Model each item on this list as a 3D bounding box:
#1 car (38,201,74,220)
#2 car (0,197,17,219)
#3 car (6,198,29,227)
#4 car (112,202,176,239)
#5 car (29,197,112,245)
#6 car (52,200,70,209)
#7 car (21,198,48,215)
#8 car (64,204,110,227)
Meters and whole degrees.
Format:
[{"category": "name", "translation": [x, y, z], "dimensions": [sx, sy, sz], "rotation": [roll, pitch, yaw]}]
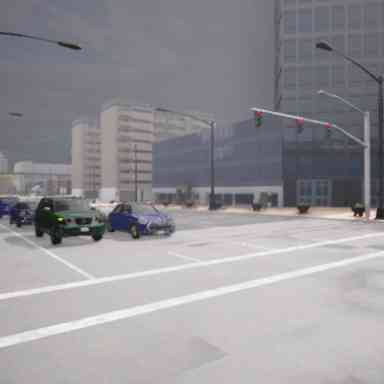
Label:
[{"category": "car", "translation": [-13.129, 1.703, 31.953], "dimensions": [2.128, 1.511, 4.902], "rotation": [-1, 0, -36]}, {"category": "car", "translation": [-17.998, 1.505, 32.707], "dimensions": [2.150, 2.045, 5.566], "rotation": [-1, -1, -36]}, {"category": "car", "translation": [-11.689, 1.495, 23.998], "dimensions": [2.097, 1.767, 4.553], "rotation": [-1, 0, -36]}, {"category": "car", "translation": [-2.771, 1.365, 17.657], "dimensions": [2.097, 1.767, 4.553], "rotation": [0, 0, -36]}, {"category": "car", "translation": [-6.177, 1.265, 16.392], "dimensions": [2.150, 2.045, 5.566], "rotation": [0, 0, -36]}, {"category": "car", "translation": [-22.625, 2.061, 57.301], "dimensions": [1.994, 1.385, 4.181], "rotation": [-1, 0, -36]}, {"category": "car", "translation": [-19.059, 1.694, 40.184], "dimensions": [2.097, 1.767, 4.553], "rotation": [-1, 0, -36]}, {"category": "car", "translation": [-7.842, 1.661, 24.651], "dimensions": [1.994, 1.385, 4.181], "rotation": [-1, 0, -36]}]
